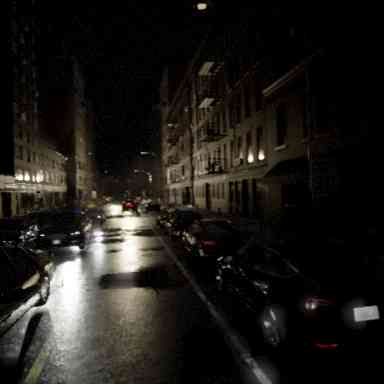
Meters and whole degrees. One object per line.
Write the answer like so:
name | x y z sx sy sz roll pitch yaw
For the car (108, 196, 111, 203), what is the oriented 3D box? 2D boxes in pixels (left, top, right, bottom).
car | -19.593 2.137 73.594 2.008 1.369 4.403 -2 0 -11

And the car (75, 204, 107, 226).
car | -7.597 1.836 25.221 1.895 1.301 4.718 -2 0 -11

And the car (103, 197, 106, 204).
car | -16.464 2.026 57.487 1.752 1.417 4.829 -2 0 -11

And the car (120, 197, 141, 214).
car | -7.408 1.726 39.650 1.837 1.490 4.892 -2 0 -11

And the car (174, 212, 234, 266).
car | 0.672 1.557 11.358 1.802 1.307 4.206 -2 0 -11

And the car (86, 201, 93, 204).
car | -12.370 1.822 36.401 1.967 1.590 4.097 -2 0 -11

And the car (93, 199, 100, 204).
car | -14.399 1.966 46.860 1.752 1.417 4.829 -2 0 -11

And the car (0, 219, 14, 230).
car | -7.204 1.779 9.835 2.008 1.369 4.403 -2 0 -11

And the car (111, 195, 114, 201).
car | -21.666 1.954 84.220 2.192 1.841 5.009 -2 0 -11

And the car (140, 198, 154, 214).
car | -4.491 1.679 37.924 2.008 1.369 4.403 -2 0 -11

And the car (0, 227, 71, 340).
car | -3.744 1.666 5.460 2.033 1.411 5.357 -2 0 -8

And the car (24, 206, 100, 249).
car | -5.656 1.669 15.163 2.128 1.511 4.902 -2 0 -11

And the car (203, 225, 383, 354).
car | 1.704 1.509 6.044 1.947 1.339 4.313 -2 0 -11

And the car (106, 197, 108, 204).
car | -17.527 2.113 62.967 1.802 1.307 4.206 -2 0 -11

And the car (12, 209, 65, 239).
car | -9.268 1.857 20.461 1.947 1.339 4.313 -2 0 -11

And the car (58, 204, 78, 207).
car | -10.300 1.904 25.775 1.802 1.307 4.206 -2 0 -11

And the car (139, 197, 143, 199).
car | -6.556 1.739 48.550 2.008 1.369 4.403 -2 0 -11

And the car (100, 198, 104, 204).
car | -15.463 2.038 52.340 1.947 1.339 4.313 -2 0 -11

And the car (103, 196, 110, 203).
car | -18.561 2.110 68.281 2.008 1.369 4.403 -2 0 -11

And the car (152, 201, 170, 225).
car | -1.427 1.564 22.151 1.752 1.417 4.829 -2 0 -11

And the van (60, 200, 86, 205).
van | -11.341 1.693 31.088 1.690 1.788 3.998 -2 0 -11

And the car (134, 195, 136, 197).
car | -11.751 1.859 75.283 1.752 1.417 4.829 -2 0 -11

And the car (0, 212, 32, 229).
car | -8.236 1.826 15.148 1.947 1.339 4.313 -2 0 -11

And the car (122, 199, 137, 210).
car | -9.371 1.842 49.735 1.994 1.385 4.181 -2 0 -11

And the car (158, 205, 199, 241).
car | -0.361 1.572 16.671 1.947 1.339 4.313 -2 0 -11
